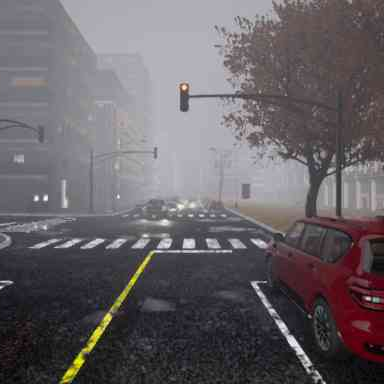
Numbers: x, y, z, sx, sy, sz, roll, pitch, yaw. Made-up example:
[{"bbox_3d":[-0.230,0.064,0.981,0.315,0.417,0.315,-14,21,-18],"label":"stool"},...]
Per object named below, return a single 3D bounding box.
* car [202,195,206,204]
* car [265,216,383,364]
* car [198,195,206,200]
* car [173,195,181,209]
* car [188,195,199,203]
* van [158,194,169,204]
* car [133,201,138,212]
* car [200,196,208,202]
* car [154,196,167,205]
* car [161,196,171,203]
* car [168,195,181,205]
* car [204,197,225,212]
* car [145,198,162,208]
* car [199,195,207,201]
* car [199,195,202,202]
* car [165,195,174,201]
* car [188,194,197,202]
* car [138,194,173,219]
[{"bbox_3d":[2.752,1.527,49.466,1.752,1.417,4.829,0,0,0],"label":"car"},{"bbox_3d":[2.699,1.313,5.843,2.192,1.841,5.009,0,0,0],"label":"car"},{"bbox_3d":[2.807,1.598,93.558,2.008,1.369,4.403,0,0,0],"label":"car"},{"bbox_3d":[-3.042,1.548,46.438,2.033,1.411,5.357,0,0,0],"label":"car"},{"bbox_3d":[0.184,1.619,69.260,1.895,1.301,4.718,0,0,0],"label":"car"},{"bbox_3d":[-5.608,1.357,65.905,1.690,1.788,3.998,0,0,0],"label":"van"},{"bbox_3d":[-5.642,1.547,38.241,2.008,1.369,4.403,0,0,0],"label":"car"},{"bbox_3d":[2.786,1.551,77.130,1.752,1.417,4.829,0,0,0],"label":"car"},{"bbox_3d":[-5.614,1.451,60.372,1.967,1.590,4.097,0,0,0],"label":"car"},{"bbox_3d":[-5.601,1.602,71.437,1.802,1.307,4.206,0,0,0],"label":"car"},{"bbox_3d":[-3.005,1.361,58.957,2.097,1.767,4.553,0,0,0],"label":"car"},{"bbox_3d":[2.738,1.541,38.231,1.887,1.381,4.507,0,0,0],"label":"car"},{"bbox_3d":[-5.628,1.553,49.307,2.008,1.369,4.403,0,0,0],"label":"car"},{"bbox_3d":[2.800,1.584,88.025,1.887,1.381,4.507,0,0,0],"label":"car"},{"bbox_3d":[2.773,1.597,65.894,1.802,1.307,4.206,0,0,0],"label":"car"},{"bbox_3d":[-5.587,1.472,82.503,1.967,1.590,4.097,0,0,0],"label":"car"},{"bbox_3d":[0.100,1.384,79.328,2.097,1.767,4.553,0,0,0],"label":"car"},{"bbox_3d":[-3.065,1.345,28.887,2.097,1.767,4.553,0,0,0],"label":"car"}]
